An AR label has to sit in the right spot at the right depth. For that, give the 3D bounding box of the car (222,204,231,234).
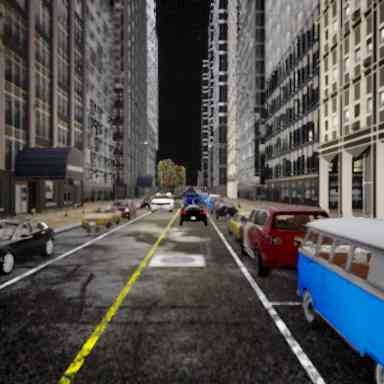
[{"bbox_3d":[2.681,1.498,16.064,1.752,1.417,4.829,0,0,0],"label":"car"}]

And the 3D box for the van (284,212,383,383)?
[{"bbox_3d":[2.684,1.334,4.496,1.690,1.788,3.998,0,0,0],"label":"van"}]

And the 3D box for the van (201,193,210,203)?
[{"bbox_3d":[2.663,1.168,67.181,1.690,1.788,3.998,0,0,0],"label":"van"}]

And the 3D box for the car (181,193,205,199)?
[{"bbox_3d":[0.088,1.136,39.918,2.150,2.045,5.566,0,0,0],"label":"car"}]

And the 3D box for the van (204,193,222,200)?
[{"bbox_3d":[2.673,1.258,38.689,1.690,1.788,3.998,0,0,0],"label":"van"}]

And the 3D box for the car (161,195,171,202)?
[{"bbox_3d":[-5.719,1.389,72.878,1.802,1.307,4.206,0,0,0],"label":"car"}]

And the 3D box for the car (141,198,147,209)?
[{"bbox_3d":[-5.709,1.466,44.386,1.947,1.339,4.313,0,0,0],"label":"car"}]

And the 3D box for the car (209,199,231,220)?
[{"bbox_3d":[2.678,1.499,27.294,2.008,1.369,4.403,0,0,0],"label":"car"}]

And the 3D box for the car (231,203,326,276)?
[{"bbox_3d":[2.682,1.298,10.195,2.192,1.841,5.009,0,0,0],"label":"car"}]

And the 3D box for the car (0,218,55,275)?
[{"bbox_3d":[-5.698,1.534,10.196,2.008,1.369,4.403,0,0,0],"label":"car"}]

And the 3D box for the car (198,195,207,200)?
[{"bbox_3d":[2.658,1.330,84.278,1.947,1.339,4.313,0,0,0],"label":"car"}]

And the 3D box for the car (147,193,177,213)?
[{"bbox_3d":[-3.111,1.147,35.717,2.150,2.045,5.566,0,0,0],"label":"car"}]

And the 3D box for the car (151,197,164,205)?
[{"bbox_3d":[-5.713,1.446,55.783,1.802,1.307,4.206,0,0,0],"label":"car"}]

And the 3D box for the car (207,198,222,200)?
[{"bbox_3d":[2.676,1.515,32.991,1.802,1.307,4.206,0,0,0],"label":"car"}]

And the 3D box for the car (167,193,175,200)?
[{"bbox_3d":[-5.725,1.181,89.972,1.967,1.590,4.097,0,0,0],"label":"car"}]

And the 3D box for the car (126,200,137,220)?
[{"bbox_3d":[-5.704,1.388,27.292,1.967,1.590,4.097,0,0,0],"label":"car"}]

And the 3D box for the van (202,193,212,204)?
[{"bbox_3d":[2.666,1.187,61.481,1.690,1.788,3.998,0,0,0],"label":"van"}]

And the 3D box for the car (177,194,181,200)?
[{"bbox_3d":[-3.029,1.266,76.106,1.882,1.535,5.008,0,0,0],"label":"car"}]

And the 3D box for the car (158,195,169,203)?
[{"bbox_3d":[-5.717,1.372,67.180,1.887,1.381,4.507,0,0,0],"label":"car"}]

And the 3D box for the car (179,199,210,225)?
[{"bbox_3d":[0.090,1.483,23.283,1.812,1.442,4.674,0,0,0],"label":"car"}]

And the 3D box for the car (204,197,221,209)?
[{"bbox_3d":[2.672,1.445,44.387,1.887,1.381,4.507,0,0,0],"label":"car"}]

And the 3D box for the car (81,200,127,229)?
[{"bbox_3d":[-5.701,1.487,21.422,1.752,1.417,4.829,0,0,0],"label":"car"}]
